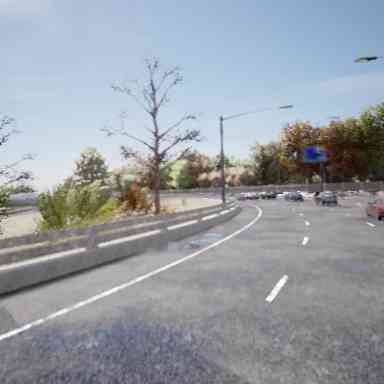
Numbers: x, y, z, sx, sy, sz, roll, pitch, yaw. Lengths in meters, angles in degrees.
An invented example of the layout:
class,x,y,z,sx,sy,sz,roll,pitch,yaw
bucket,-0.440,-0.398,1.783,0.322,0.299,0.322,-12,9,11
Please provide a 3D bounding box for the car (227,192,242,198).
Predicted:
class,x,y,z,sx,sy,sz,roll,pitch,yaw
car,11.513,0.846,90.711,1.837,1.490,4.892,-2,0,-21

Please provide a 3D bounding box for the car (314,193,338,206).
class,x,y,z,sx,sy,sz,roll,pitch,yaw
car,16.871,0.918,42.129,2.128,1.511,4.902,-2,0,6

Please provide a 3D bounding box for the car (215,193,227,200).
class,x,y,z,sx,sy,sz,roll,pitch,yaw
car,7.767,1.203,78.451,2.033,1.411,5.357,-2,0,-13

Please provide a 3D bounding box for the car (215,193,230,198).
class,x,y,z,sx,sy,sz,roll,pitch,yaw
car,8.199,0.951,89.592,1.837,1.490,4.892,-2,0,-21

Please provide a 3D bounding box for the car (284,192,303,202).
class,x,y,z,sx,sy,sz,roll,pitch,yaw
car,17.418,0.737,57.385,2.097,1.767,4.553,-2,0,-2

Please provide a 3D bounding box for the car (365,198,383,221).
class,x,y,z,sx,sy,sz,roll,pitch,yaw
car,13.047,1.090,22.346,1.812,1.442,4.674,-2,0,16

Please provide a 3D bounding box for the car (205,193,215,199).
class,x,y,z,sx,sy,sz,roll,pitch,yaw
car,4.883,1.034,88.474,1.882,1.535,5.008,-2,0,-21

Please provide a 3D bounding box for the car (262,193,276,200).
class,x,y,z,sx,sy,sz,roll,pitch,yaw
car,16.253,0.883,71.418,1.882,1.535,5.008,-2,0,-9

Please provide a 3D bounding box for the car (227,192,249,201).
class,x,y,z,sx,sy,sz,roll,pitch,yaw
car,9.524,1.159,69.067,2.033,1.411,5.357,-2,0,-9

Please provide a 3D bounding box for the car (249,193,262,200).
class,x,y,z,sx,sy,sz,roll,pitch,yaw
car,12.753,1.110,71.213,1.895,1.301,4.718,-2,0,-9

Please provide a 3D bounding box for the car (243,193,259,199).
class,x,y,z,sx,sy,sz,roll,pitch,yaw
car,14.287,0.933,81.142,1.882,1.535,5.008,-2,0,-16

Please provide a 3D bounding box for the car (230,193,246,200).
class,x,y,z,sx,sy,sz,roll,pitch,yaw
car,11.012,1.085,79.863,2.128,1.511,4.902,-2,0,-16
